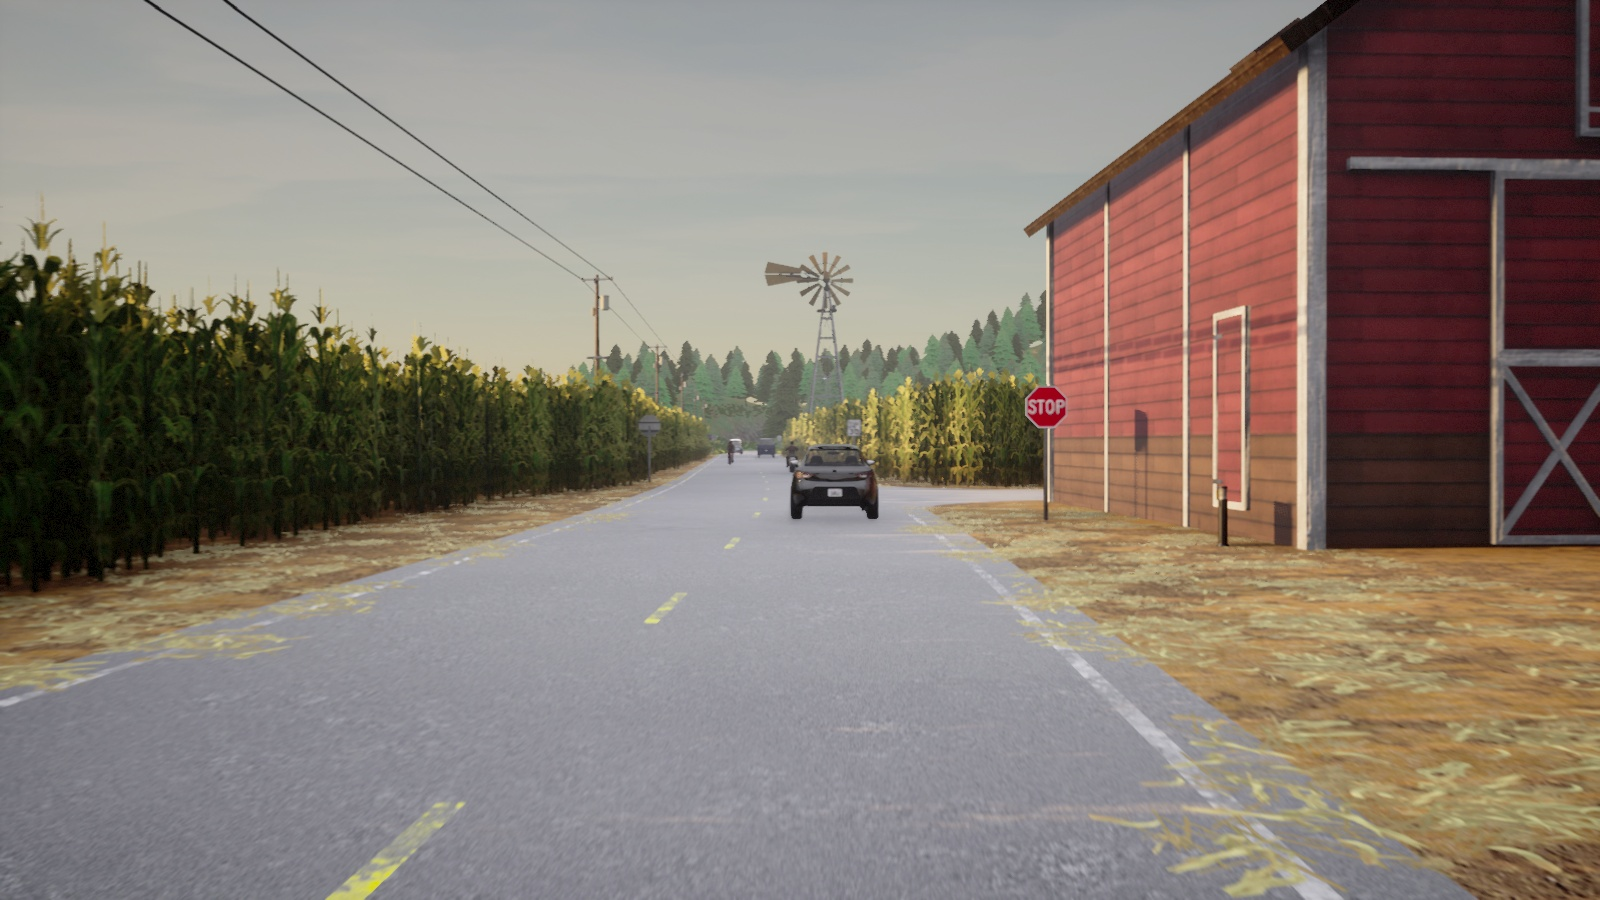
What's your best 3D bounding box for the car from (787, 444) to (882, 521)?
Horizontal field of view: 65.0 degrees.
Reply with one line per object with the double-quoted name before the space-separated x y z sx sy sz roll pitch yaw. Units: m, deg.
"car" 0.675 0.613 26.156 1.816 1.474 4.193 0 0 0
